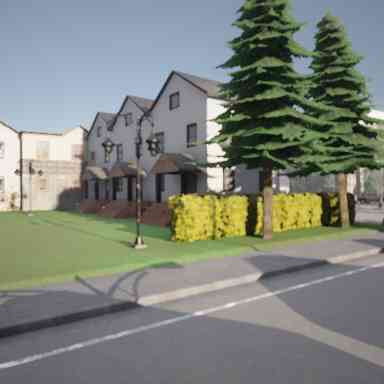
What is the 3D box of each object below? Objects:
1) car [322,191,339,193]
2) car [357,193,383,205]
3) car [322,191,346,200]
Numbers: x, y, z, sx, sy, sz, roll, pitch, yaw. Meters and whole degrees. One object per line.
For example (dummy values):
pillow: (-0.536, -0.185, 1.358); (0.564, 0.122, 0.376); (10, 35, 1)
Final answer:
car: (29.774, 0.794, 72.575); (1.905, 1.878, 3.866); (0, 0, -36)
car: (27.037, 0.882, 49.153); (1.932, 1.855, 4.605); (0, 0, -36)
car: (31.887, 0.802, 74.610); (1.932, 1.855, 4.605); (0, 0, -36)
